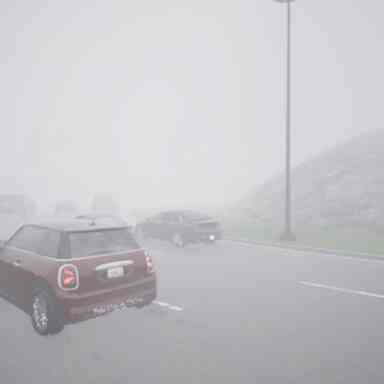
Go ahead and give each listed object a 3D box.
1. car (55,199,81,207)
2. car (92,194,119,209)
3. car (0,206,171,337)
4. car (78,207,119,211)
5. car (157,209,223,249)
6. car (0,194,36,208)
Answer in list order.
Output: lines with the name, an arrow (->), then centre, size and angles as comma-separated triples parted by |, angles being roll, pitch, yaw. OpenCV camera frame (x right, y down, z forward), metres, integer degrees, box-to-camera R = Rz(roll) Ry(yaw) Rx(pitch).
car -> -12.430, 1.510, 33.382 | 1.837, 1.490, 4.892 | 0, 0, -9
car -> -9.312, 1.253, 36.005 | 2.150, 2.045, 5.566 | 0, 0, -5
car -> -2.818, 1.354, 7.008 | 4.553, 1.767, 2.097 | 0, 0, 43
car -> -3.898, 1.536, 13.315 | 1.812, 1.442, 4.674 | 0, 0, -39
car -> -0.767, 1.539, 14.974 | 1.837, 1.490, 4.892 | 0, 0, -40
car -> -15.247, 1.198, 29.027 | 2.150, 2.045, 5.566 | 0, 0, -13
